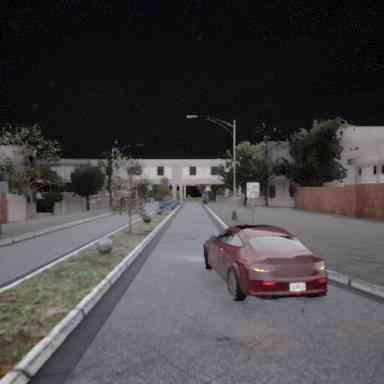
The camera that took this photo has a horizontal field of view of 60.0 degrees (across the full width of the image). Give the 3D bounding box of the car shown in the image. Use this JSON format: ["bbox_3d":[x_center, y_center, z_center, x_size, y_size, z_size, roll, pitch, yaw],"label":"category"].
[{"bbox_3d":[1.519,1.523,8.227,1.812,1.442,4.674,0,0,-9],"label":"car"}]
